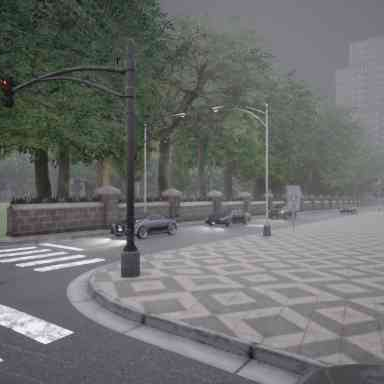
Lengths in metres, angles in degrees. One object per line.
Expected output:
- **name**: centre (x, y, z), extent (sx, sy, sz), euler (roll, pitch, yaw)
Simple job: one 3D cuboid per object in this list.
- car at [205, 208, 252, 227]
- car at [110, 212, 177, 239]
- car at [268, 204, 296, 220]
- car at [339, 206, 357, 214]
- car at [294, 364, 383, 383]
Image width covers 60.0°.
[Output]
- **car**: centre (3.177, 2.081, 27.877), extent (2.033, 1.411, 5.357), euler (0, -1, 35)
- **car**: centre (-2.730, 1.888, 19.525), extent (1.994, 1.385, 4.181), euler (0, -1, 35)
- **car**: centre (10.206, 2.140, 37.782), extent (2.097, 1.767, 4.553), euler (0, -1, 36)
- **car**: centre (25.182, 2.845, 53.464), extent (1.895, 1.301, 4.718), euler (0, -1, 36)
- **car**: centre (2.402, 1.551, 1.248), extent (4.403, 1.369, 2.008), euler (0, 0, 36)
